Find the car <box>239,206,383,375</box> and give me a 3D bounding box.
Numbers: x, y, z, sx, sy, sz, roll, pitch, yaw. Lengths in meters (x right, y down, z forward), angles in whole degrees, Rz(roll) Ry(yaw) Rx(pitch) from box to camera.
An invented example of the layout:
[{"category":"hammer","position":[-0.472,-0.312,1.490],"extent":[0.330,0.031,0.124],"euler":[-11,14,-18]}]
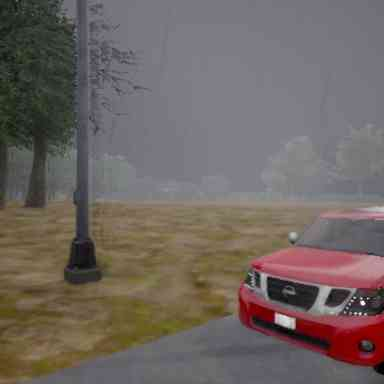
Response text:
[{"category":"car","position":[3.286,1.314,6.046],"extent":[5.566,2.045,2.150],"euler":[1,-1,-40]}]
